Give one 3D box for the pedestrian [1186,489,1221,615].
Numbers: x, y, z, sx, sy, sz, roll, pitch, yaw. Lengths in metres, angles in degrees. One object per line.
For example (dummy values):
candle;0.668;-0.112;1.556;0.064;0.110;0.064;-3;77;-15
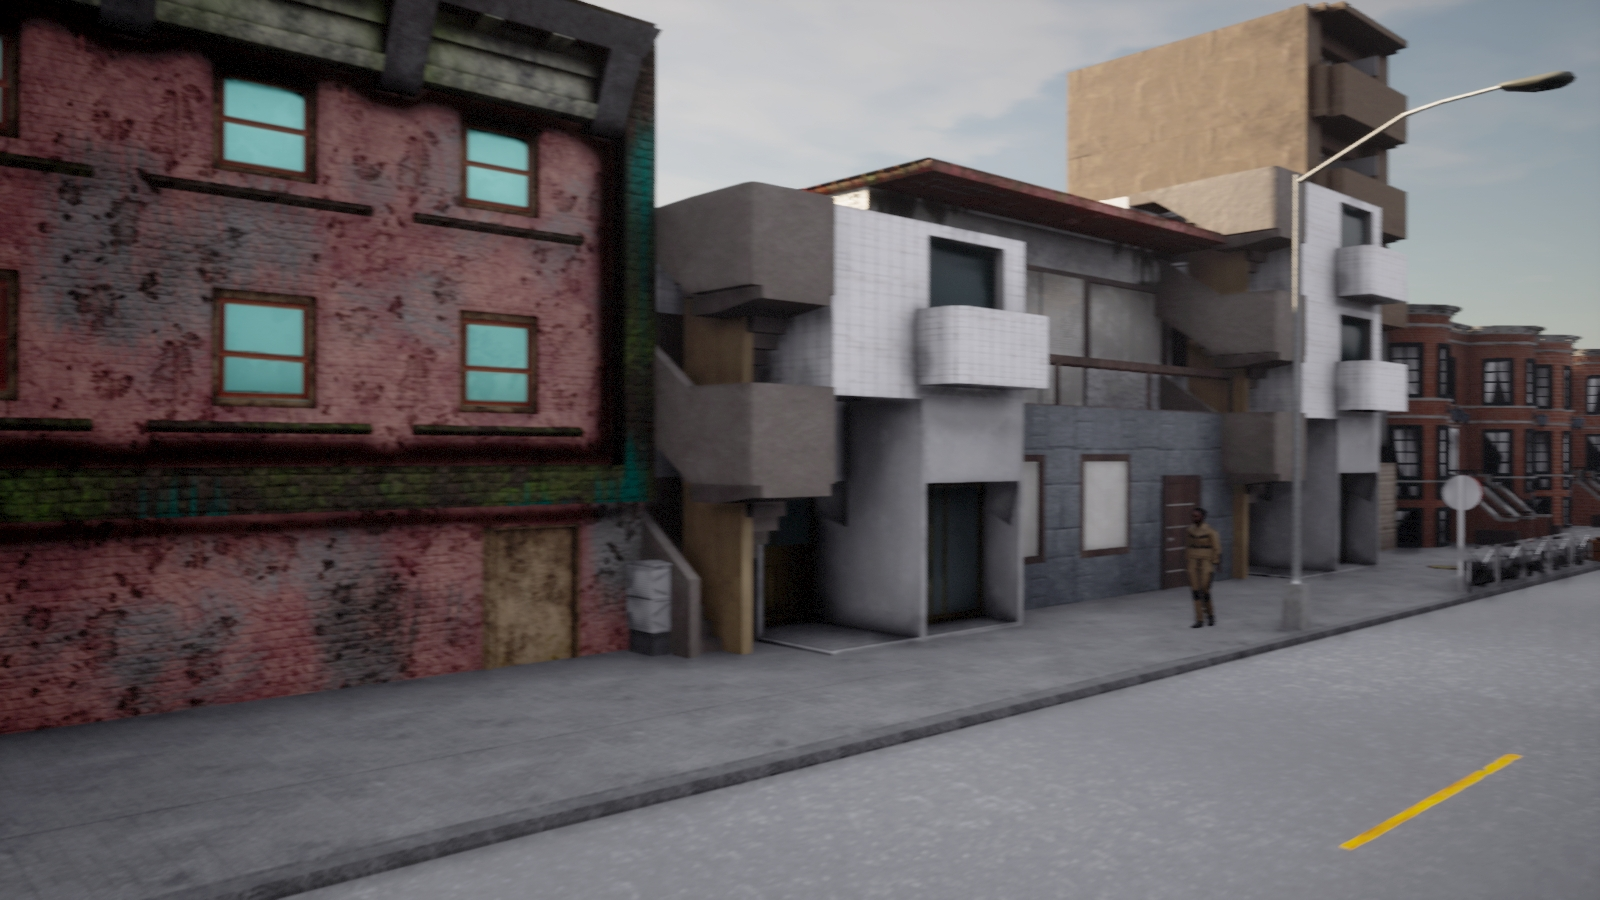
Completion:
pedestrian;6.152;1.539;17.412;0.375;1.860;0.375;0;0;43
